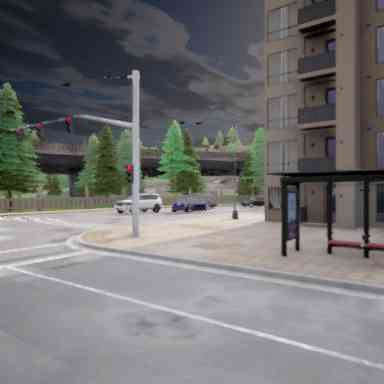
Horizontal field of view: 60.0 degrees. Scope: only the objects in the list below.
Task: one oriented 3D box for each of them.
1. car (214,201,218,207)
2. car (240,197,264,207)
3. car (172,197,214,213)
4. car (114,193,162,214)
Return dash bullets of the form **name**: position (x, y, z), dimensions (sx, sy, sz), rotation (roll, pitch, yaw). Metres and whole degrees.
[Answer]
- **car**: position (1.011, 1.496, 42.630), dimensions (2.033, 1.411, 5.357), rotation (0, 0, 44)
- **car**: position (9.327, 1.453, 48.873), dimensions (4.892, 1.490, 1.837), rotation (0, 0, -27)
- **car**: position (-0.041, 1.300, 35.742), dimensions (2.097, 1.767, 4.553), rotation (0, 0, 38)
- **car**: position (-5.474, 1.169, 34.650), dimensions (2.150, 2.045, 5.566), rotation (0, 0, 37)
